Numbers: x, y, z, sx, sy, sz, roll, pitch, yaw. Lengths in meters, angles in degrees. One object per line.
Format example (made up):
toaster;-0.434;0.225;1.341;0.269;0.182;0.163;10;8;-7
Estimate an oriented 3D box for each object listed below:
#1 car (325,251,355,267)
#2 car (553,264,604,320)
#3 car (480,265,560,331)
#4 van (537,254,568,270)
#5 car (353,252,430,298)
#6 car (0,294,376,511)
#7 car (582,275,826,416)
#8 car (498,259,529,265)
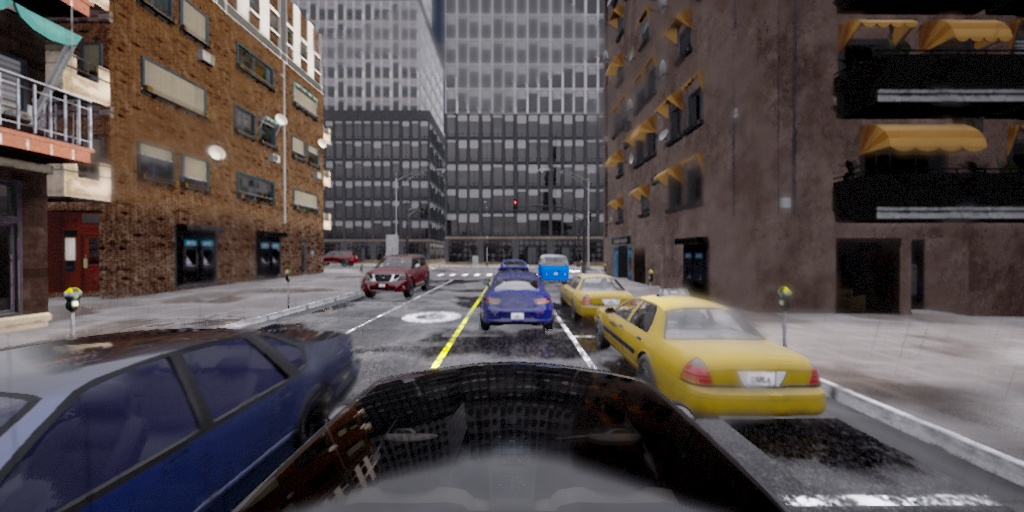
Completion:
car;-20.935;0.292;42.715;5.009;1.841;2.192;0;0;0
car;2.582;1.136;11.700;1.751;1.417;4.829;0;0;0
car;0.118;1.153;10.386;1.812;1.442;4.674;0;1;0
van;2.557;0.795;22.809;1.690;1.789;3.998;0;0;0
car;-5.311;0.852;17.153;2.192;1.841;5.009;0;0;0
car;-2.809;1.292;2.222;2.033;1.411;5.357;0;1;0
car;2.594;1.215;6.060;1.751;1.417;4.829;0;0;0
car;0.095;0.938;22.476;1.882;1.535;5.008;0;1;0
